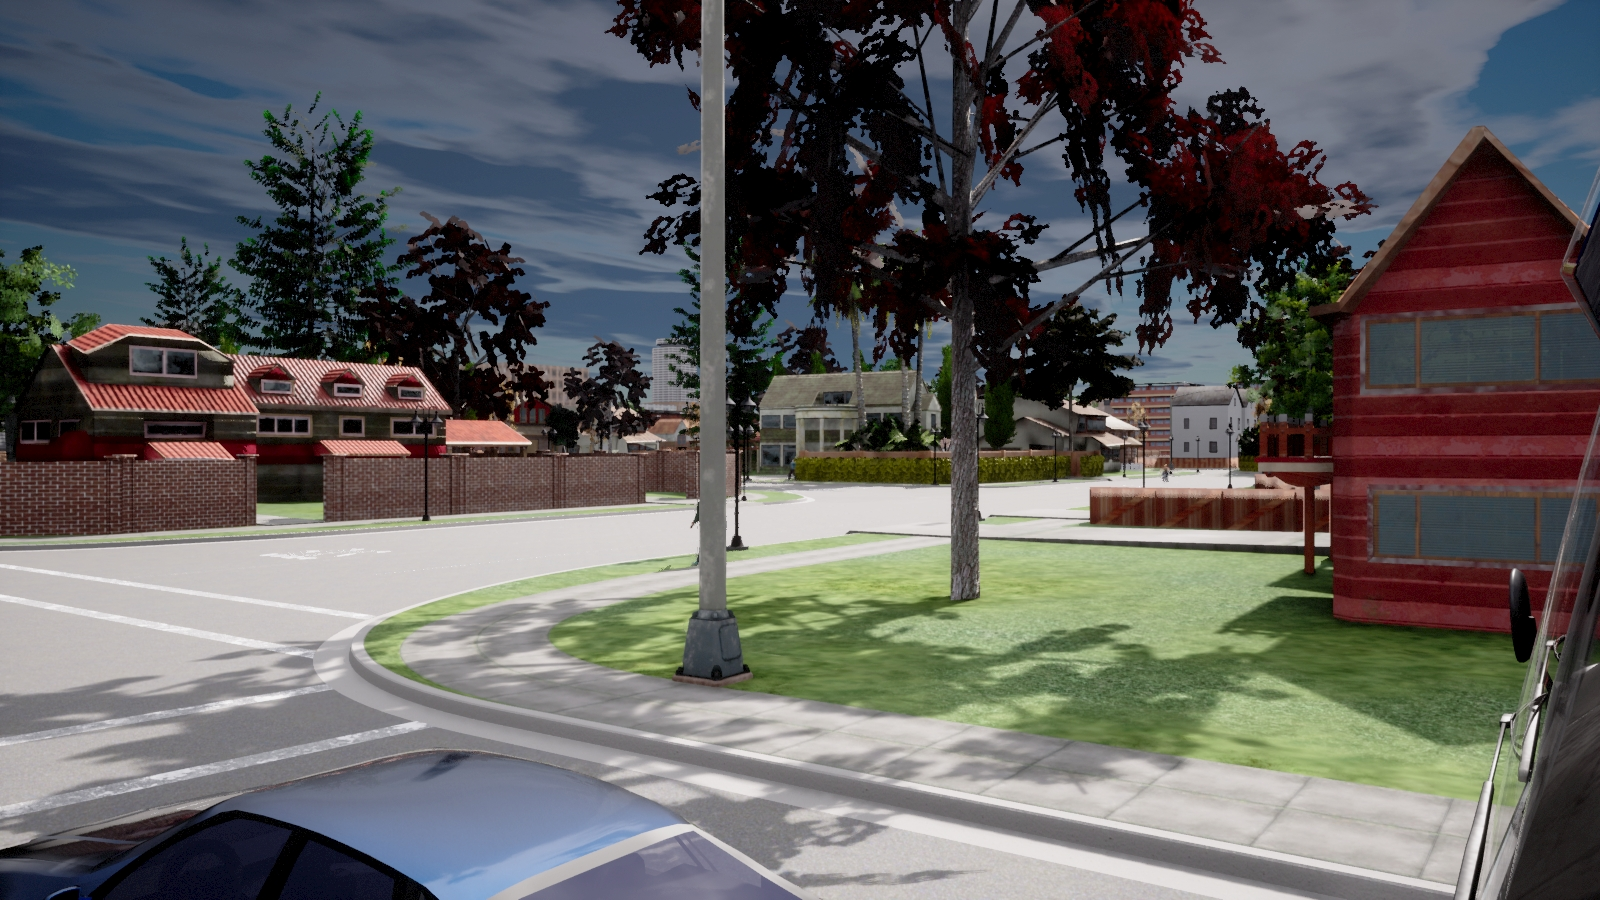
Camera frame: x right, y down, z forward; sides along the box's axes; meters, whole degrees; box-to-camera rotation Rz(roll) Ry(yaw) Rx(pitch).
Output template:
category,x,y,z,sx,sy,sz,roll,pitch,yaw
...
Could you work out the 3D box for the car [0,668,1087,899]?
category,x,y,z,sx,sy,sz,roll,pitch,yaw
car,-1.713,2.106,4.943,5.357,1.411,2.033,0,0,36
